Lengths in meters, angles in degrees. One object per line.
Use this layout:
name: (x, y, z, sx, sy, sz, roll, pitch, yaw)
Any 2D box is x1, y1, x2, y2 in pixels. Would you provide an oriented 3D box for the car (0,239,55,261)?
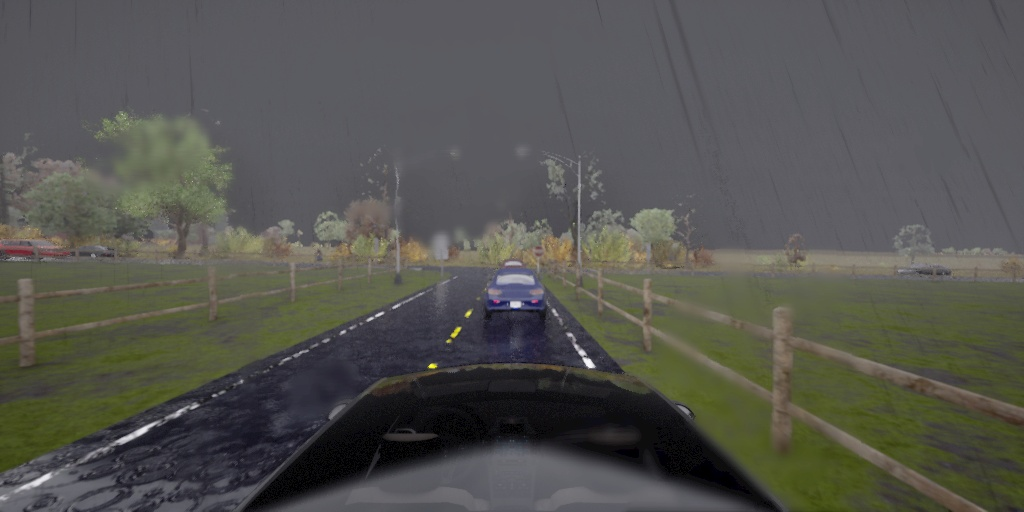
car: (-48.297, -0.643, 36.191, 5.566, 2.045, 2.150, 1, 2, 1)

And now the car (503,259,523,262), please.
car: (0.062, 0.888, 23.379, 1.812, 1.442, 4.674, 0, 1, -1)

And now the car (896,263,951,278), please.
car: (44.588, 1.534, 39.013, 4.902, 1.511, 2.128, 1, 2, 0)

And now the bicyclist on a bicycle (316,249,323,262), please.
bicyclist on a bicycle: (-22.609, -0.015, 42.114, 0.582, 1.620, 1.656, 1, 1, 0)

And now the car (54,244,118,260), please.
car: (-45.951, -0.398, 39.027, 4.892, 1.490, 1.837, 0, 2, 0)

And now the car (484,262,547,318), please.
car: (0.104, 1.091, 11.939, 1.812, 1.442, 4.674, 0, 1, 0)
